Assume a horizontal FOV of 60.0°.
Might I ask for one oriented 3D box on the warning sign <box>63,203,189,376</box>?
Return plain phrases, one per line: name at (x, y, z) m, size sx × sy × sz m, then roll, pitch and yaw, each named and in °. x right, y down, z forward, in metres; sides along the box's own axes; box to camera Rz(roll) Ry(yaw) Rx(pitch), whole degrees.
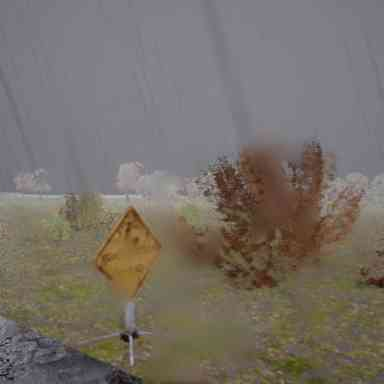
warning sign at (-0.853, 1.114, 4.534) m, size 1.060 × 1.860 × 1.300 m, roll 0°, pitch 0°, yaw 35°
